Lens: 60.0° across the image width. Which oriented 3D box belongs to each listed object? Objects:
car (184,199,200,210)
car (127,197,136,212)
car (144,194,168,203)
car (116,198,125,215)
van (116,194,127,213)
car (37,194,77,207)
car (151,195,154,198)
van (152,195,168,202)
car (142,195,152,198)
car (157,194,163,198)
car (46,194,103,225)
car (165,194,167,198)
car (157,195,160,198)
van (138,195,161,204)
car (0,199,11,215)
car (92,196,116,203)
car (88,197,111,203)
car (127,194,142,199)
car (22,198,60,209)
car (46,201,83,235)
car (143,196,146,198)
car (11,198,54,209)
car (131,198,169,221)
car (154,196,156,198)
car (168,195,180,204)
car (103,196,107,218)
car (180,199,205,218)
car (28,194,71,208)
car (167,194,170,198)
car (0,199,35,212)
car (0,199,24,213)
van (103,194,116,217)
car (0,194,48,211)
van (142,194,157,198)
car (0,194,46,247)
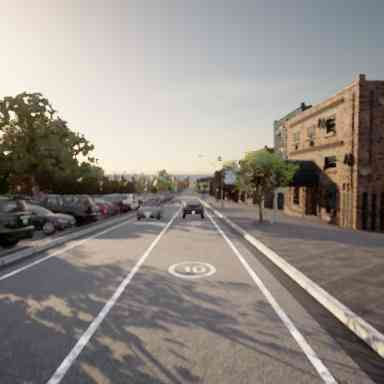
[{"bbox_3d":[0.049,1.662,46.076,2.033,1.411,5.357,0,0,0],"label":"car"},{"bbox_3d":[-8.829,1.518,34.802,5.008,1.535,2.097,0,0,0],"label":"car"},{"bbox_3d":[-8.842,1.629,82.456,5.566,2.045,2.435,0,0,0],"label":"car"},{"bbox_3d":[-8.826,1.491,29.196,4.892,1.521,2.231,0,0,0],"label":"car"},{"bbox_3d":[-8.949,1.278,32.000,4.442,1.987,1.878,0,0,0],"label":"van"},{"bbox_3d":[-21.900,1.394,54.049,5.566,2.045,2.435,0,0,0],"label":"car"},{"bbox_3d":[-9.033,1.620,51.618,5.366,1.575,1.946,0,0,0],"label":"car"},{"bbox_3d":[-8.996,1.748,93.668,4.442,1.987,1.878,0,0,0],"label":"van"},{"bbox_3d":[-8.840,1.601,48.819,5.008,1.535,2.097,0,0,0],"label":"car"},{"bbox_3d":[-8.853,1.740,65.635,5.008,1.535,2.097,0,0,0],"label":"car"},{"bbox_3d":[-8.860,1.199,20.788,5.566,2.045,2.435,0,0,0],"label":"car"},{"bbox_3d":[-8.835,1.708,76.848,4.553,1.767,2.185,0,0,0],"label":"car"},{"bbox_3d":[-8.825,1.723,60.028,4.792,1.488,2.163,0,0,0],"label":"car"},{"bbox_3d":[-8.743,1.538,68.440,4.442,1.987,1.878,0,0,0],"label":"van"},{"bbox_3d":[-21.909,1.519,34.677,5.008,1.535,2.097,0,0,0],"label":"car"},{"bbox_3d":[-21.765,1.875,82.046,5.366,1.575,1.946,0,0,0],"label":"car"},{"bbox_3d":[-21.954,1.856,79.269,4.892,1.521,2.231,0,0,0],"label":"car"},{"bbox_3d":[-8.865,1.281,37.607,5.566,2.045,2.435,0,0,0],"label":"car"},{"bbox_3d":[-21.922,1.640,48.477,4.674,1.452,2.002,0,0,0],"label":"car"},{"bbox_3d":[-8.839,1.440,17.982,4.892,1.521,2.231,0,0,0],"label":"car"},{"bbox_3d":[-8.812,1.593,43.211,4.792,1.488,2.163,0,0,0],"label":"car"},{"bbox_3d":[-21.917,1.582,45.817,5.008,1.535,2.097,0,0,0],"label":"car"},{"bbox_3d":[-3.331,1.506,27.391,2.128,1.511,4.902,0,0,0],"label":"car"},{"bbox_3d":[-8.879,1.676,54.421,4.792,1.488,2.163,0,0,0],"label":"car"},{"bbox_3d":[-3.209,1.846,68.433,1.994,1.385,4.181,0,0,0],"label":"car"},{"bbox_3d":[-8.799,1.335,23.589,4.553,1.767,2.185,0,0,0],"label":"car"},{"bbox_3d":[0.115,1.529,30.243,1.837,1.490,4.892,0,-2,0],"label":"car"},{"bbox_3d":[-21.898,1.372,51.387,5.566,2.045,2.435,0,0,0],"label":"car"},{"bbox_3d":[-8.840,1.606,79.652,5.566,2.045,2.435,0,0,0],"label":"car"},{"bbox_3d":[-21.947,1.577,40.247,4.792,1.488,2.163,0,0,0],"label":"car"},{"bbox_3d":[-21.887,1.563,37.462,4.792,1.488,2.163,0,0,0],"label":"car"},{"bbox_3d":[-8.715,1.249,26.393,4.442,1.987,1.878,0,0,0],"label":"van"},{"bbox_3d":[-21.892,1.312,43.031,5.566,2.045,2.435,0,0,0],"label":"car"},{"bbox_3d":[-8.735,1.444,57.227,4.442,1.987,1.878,0,0,0],"label":"van"},{"bbox_3d":[-8.867,1.180,12.378,5.566,2.045,2.435,0,0,0],"label":"car"}]
